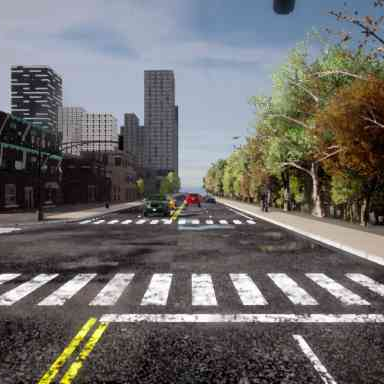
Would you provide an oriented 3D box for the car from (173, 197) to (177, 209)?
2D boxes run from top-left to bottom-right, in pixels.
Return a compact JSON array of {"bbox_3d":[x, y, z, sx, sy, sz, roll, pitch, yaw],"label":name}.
[{"bbox_3d":[-3.259,1.463,42.253,1.882,1.535,5.008,0,0,0],"label":"car"}]

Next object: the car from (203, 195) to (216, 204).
[{"bbox_3d":[3.470,1.540,63.136,1.994,1.385,4.181,0,0,0],"label":"car"}]

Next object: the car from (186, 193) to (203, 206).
[{"bbox_3d":[0.198,1.200,52.988,2.150,2.045,5.566,0,0,0],"label":"car"}]

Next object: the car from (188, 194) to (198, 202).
[{"bbox_3d":[0.149,1.325,72.789,2.097,1.767,4.553,0,0,0],"label":"car"}]

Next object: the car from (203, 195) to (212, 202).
[{"bbox_3d":[3.388,1.471,73.092,1.837,1.490,4.892,0,0,0],"label":"car"}]

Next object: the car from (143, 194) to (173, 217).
[{"bbox_3d":[-3.283,1.213,31.872,2.150,2.045,5.566,0,0,0],"label":"car"}]
